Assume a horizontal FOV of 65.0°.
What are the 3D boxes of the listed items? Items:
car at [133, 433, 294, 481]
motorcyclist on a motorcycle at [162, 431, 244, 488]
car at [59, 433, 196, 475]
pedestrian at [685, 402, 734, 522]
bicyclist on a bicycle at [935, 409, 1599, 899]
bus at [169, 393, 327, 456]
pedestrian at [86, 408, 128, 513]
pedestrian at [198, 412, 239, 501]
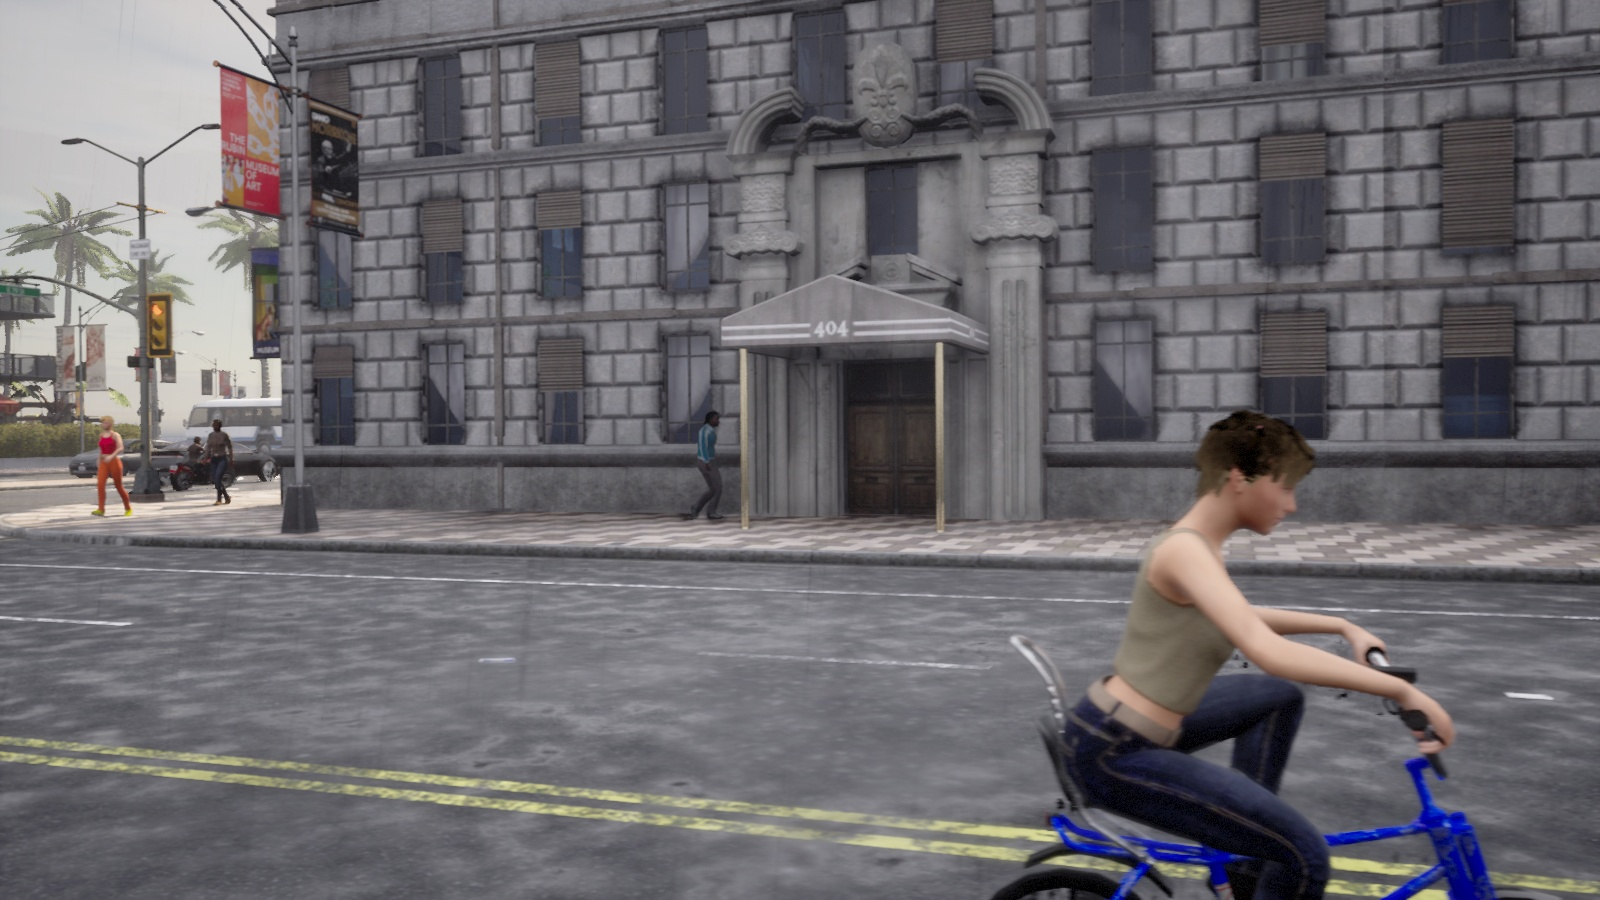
[{"bbox_3d":[-19.702,0.200,42.450,2.128,1.511,4.902,0,1,19],"label":"car"},{"bbox_3d":[-17.724,0.265,37.359,0.766,1.649,2.350,0,1,19],"label":"motorcyclist on a motorcycle"},{"bbox_3d":[-26.012,0.107,48.776,2.007,1.525,4.514,0,1,19],"label":"car"},{"bbox_3d":[-1.479,0.193,20.567,0.692,1.930,0.396,0,1,22],"label":"pedestrian"},{"bbox_3d":[1.136,0.725,2.802,1.509,1.612,0.866,0,1,18],"label":"bicyclist on a bicycle"},{"bbox_3d":[-39.048,-1.777,88.896,10.273,4.253,3.944,0,1,19],"label":"bus"},{"bbox_3d":[-12.377,0.179,22.435,0.345,1.836,0.594,0,1,11],"label":"pedestrian"},{"bbox_3d":[-12.060,0.127,26.066,0.328,1.805,0.869,0,1,9],"label":"pedestrian"}]
